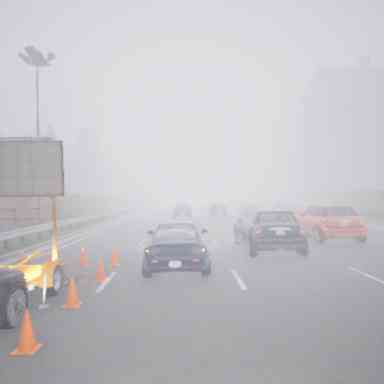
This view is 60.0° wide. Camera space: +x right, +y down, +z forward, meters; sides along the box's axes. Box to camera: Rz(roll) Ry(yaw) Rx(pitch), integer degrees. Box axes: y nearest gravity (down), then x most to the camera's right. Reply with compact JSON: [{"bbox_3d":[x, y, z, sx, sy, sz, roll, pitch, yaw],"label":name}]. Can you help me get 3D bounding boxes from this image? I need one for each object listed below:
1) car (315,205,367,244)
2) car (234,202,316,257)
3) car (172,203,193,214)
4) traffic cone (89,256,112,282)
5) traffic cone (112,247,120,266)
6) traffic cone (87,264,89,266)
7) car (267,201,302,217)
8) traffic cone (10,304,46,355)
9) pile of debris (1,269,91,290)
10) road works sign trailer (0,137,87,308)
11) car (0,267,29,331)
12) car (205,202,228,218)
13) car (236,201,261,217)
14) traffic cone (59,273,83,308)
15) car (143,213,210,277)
[{"bbox_3d":[6.422,1.390,16.168,2.097,1.767,4.553,-1,-1,-1],"label":"car"},{"bbox_3d":[2.978,1.429,13.484,2.097,1.767,4.553,-1,-1,-1],"label":"car"},{"bbox_3d":[-0.924,1.858,33.775,1.837,1.490,4.892,-1,0,-1],"label":"car"},{"bbox_3d":[-2.479,2.093,9.029,0.340,0.580,0.340,-1,-1,9],"label":"traffic cone"},{"bbox_3d":[-2.575,2.113,10.956,0.340,0.580,0.340,-1,-1,-1],"label":"traffic cone"},{"bbox_3d":[-3.575,2.132,10.936,0.340,0.580,0.340,-1,-1,-1],"label":"traffic cone"},{"bbox_3d":[9.557,1.711,34.749,2.033,1.411,5.357,-1,-1,-1],"label":"car"},{"bbox_3d":[-2.456,2.052,4.957,0.340,0.580,0.340,-1,-1,-1],"label":"traffic cone"},{"bbox_3d":[-3.812,2.327,8.946,1.860,0.140,1.500,-1,-1,-5],"label":"pile of debris"},{"bbox_3d":[-4.184,0.504,7.977,2.380,3.560,2.880,-1,4,-5],"label":"road works sign trailer"},{"bbox_3d":[-3.879,1.601,4.245,2.128,1.511,4.902,-1,-1,-2],"label":"car"},{"bbox_3d":[2.560,1.801,34.616,1.837,1.490,4.892,-1,0,-1],"label":"car"},{"bbox_3d":[6.038,1.766,35.882,1.812,1.442,4.674,-1,0,-1],"label":"car"},{"bbox_3d":[-2.496,2.073,6.957,0.340,0.580,0.340,-1,-1,-1],"label":"traffic cone"},{"bbox_3d":[-0.462,1.639,10.543,1.812,1.442,4.674,-1,0,-1],"label":"car"}]
